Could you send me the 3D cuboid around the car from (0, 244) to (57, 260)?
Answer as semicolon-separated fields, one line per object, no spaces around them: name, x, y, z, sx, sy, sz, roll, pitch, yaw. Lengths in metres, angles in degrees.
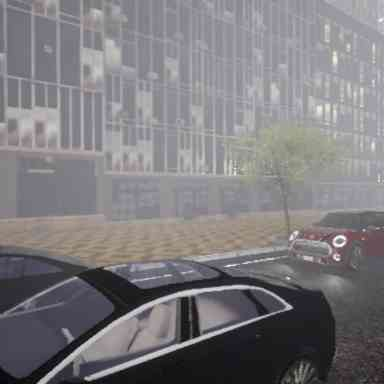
car;-3.409;1.564;5.127;4.181;1.385;1.994;1;0;-35

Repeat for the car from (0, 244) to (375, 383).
car;-0.620;1.502;3.130;4.902;1.511;2.128;1;0;-35

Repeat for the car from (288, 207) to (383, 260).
car;5.348;1.439;11.374;4.553;1.767;2.097;1;0;-36
